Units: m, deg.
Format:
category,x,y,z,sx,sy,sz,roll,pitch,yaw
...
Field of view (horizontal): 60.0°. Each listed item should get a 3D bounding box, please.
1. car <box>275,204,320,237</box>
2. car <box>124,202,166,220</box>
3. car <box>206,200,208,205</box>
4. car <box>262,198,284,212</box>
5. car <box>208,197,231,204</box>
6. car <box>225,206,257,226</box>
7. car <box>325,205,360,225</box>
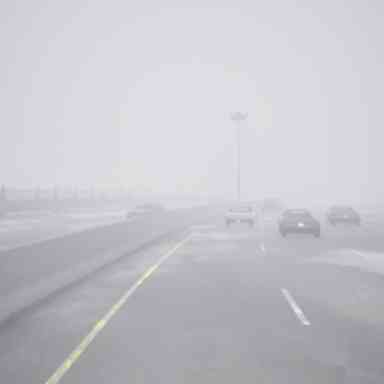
category,x,y,z,sx,sy,sz,roll,pitch,yaw
car,5.909,1.630,18.669,1.994,1.385,4.181,0,0,12
car,-3.425,1.544,25.389,1.837,1.490,4.892,0,0,16
car,4.112,1.667,59.907,1.837,1.490,4.892,0,0,28
car,9.956,1.483,40.491,2.097,1.767,4.553,0,0,25
car,4.795,1.662,53.787,1.812,1.442,4.674,0,0,29
car,3.670,1.669,24.292,1.895,1.301,4.718,0,0,15
car,11.211,1.667,24.935,1.994,1.385,4.181,0,0,17
